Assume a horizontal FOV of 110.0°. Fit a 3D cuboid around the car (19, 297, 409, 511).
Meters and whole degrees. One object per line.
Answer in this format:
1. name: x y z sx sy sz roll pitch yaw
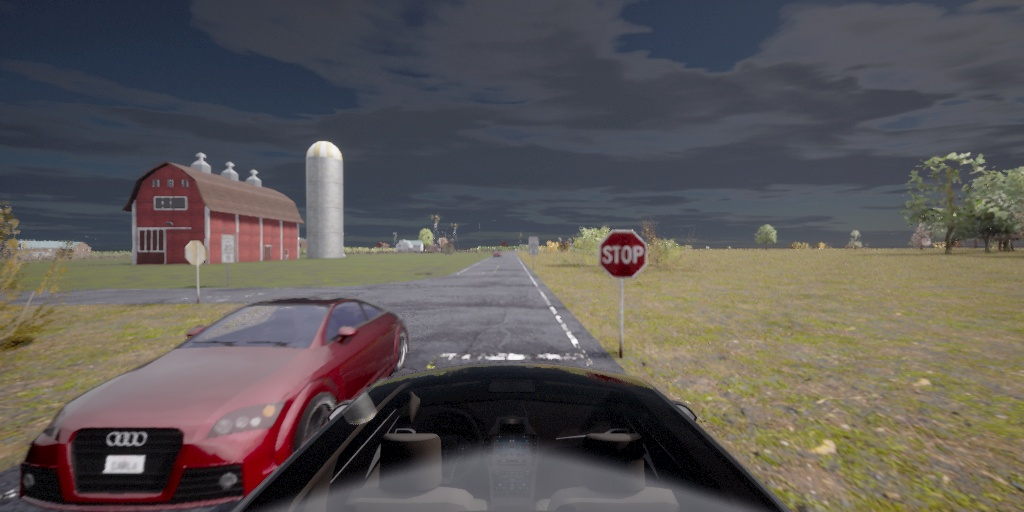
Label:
1. car: -2.759 1.249 4.538 1.994 1.385 4.181 0 1 0
